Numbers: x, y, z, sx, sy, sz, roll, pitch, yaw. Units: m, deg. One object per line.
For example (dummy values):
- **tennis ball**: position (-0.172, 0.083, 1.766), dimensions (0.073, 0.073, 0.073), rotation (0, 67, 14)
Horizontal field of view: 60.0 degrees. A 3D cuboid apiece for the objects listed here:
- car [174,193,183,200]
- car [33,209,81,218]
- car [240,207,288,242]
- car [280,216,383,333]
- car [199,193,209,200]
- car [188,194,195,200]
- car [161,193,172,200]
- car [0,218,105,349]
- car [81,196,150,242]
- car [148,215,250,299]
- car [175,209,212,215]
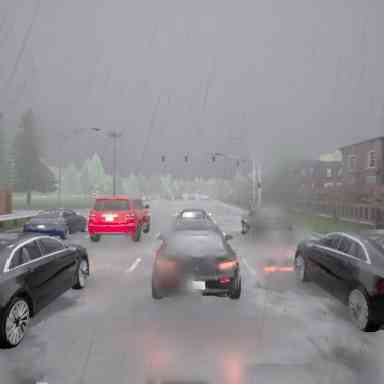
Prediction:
- **car**: position (-3.622, 1.217, 89.815), dimensions (2.150, 2.045, 5.566), rotation (0, 0, 0)
- **car**: position (-6.936, 1.564, 17.315), dimensions (1.994, 1.385, 4.181), rotation (0, 0, 0)
- **car**: position (3.561, 1.505, 16.273), dimensions (1.837, 1.490, 4.892), rotation (0, 0, 0)
- **car**: position (3.585, 1.491, 6.770), dimensions (2.128, 1.511, 4.902), rotation (0, 0, 0)
- **car**: position (3.378, 1.217, 89.825), dimensions (2.150, 2.045, 5.566), rotation (0, 0, 0)
- **car**: position (-0.122, 1.531, 89.790), dimensions (2.033, 1.411, 5.357), rotation (0, 0, 0)
- **car**: position (-7.122, 1.217, 89.810), dimensions (2.150, 2.045, 5.566), rotation (0, 0, 0)
- **car**: position (-3.417, 1.492, 6.231), dimensions (2.128, 1.511, 4.902), rotation (0, 0, 0)
- **car**: position (-3.435, 1.221, 16.541), dimensions (2.150, 2.045, 5.566), rotation (0, 0, 0)
- **car**: position (0.085, 1.526, 8.315), dimensions (1.812, 1.442, 4.674), rotation (0, 0, 0)
- **car**: position (0.062, 1.564, 17.063), dimensions (1.994, 1.385, 4.181), rotation (0, 0, 0)
